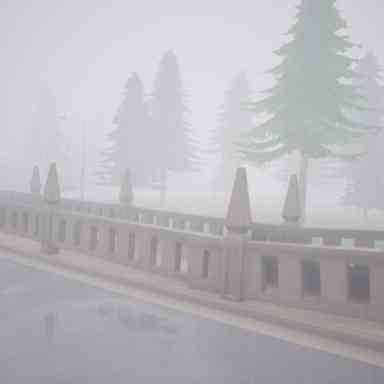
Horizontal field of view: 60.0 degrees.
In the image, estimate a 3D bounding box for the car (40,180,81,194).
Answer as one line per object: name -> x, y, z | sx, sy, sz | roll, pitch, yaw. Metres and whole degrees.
car -> -16.849, -0.552, 43.170 | 1.882, 1.535, 5.008 | 5, 3, 37
